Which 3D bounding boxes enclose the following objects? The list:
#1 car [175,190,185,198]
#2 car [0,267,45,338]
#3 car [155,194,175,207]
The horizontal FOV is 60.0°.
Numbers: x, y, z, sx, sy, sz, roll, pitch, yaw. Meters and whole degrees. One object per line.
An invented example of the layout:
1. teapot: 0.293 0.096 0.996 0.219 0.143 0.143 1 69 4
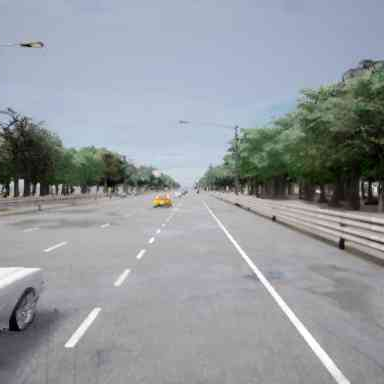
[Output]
1. car: -3.288 0.632 79.866 1.812 1.442 4.674 0 1 0
2. car: -3.501 1.557 3.719 1.895 1.301 4.718 0 1 0
3. car: -3.425 1.025 40.622 1.882 1.535 5.008 0 1 0
